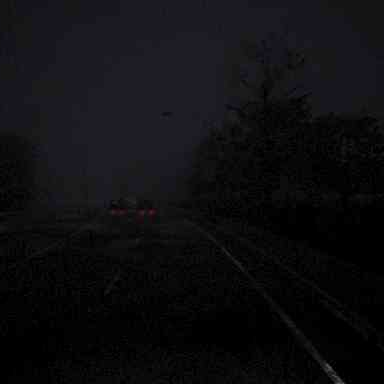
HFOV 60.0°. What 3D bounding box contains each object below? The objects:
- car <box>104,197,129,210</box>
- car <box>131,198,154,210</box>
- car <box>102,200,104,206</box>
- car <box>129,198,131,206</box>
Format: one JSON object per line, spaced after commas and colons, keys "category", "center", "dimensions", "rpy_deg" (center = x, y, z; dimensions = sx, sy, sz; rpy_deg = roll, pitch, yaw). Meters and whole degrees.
{"category": "car", "center": [-9.973, 1.510, 43.866], "dimensions": [2.128, 1.511, 4.902], "rpy_deg": [0, 0, -18]}
{"category": "car", "center": [-6.306, 1.500, 43.823], "dimensions": [2.128, 1.511, 4.902], "rpy_deg": [0, 0, -18]}
{"category": "car", "center": [-13.275, 1.572, 53.549], "dimensions": [2.033, 1.411, 5.357], "rpy_deg": [0, 0, -22]}
{"category": "car", "center": [-9.670, 1.581, 53.921], "dimensions": [1.994, 1.385, 4.181], "rpy_deg": [0, 0, -22]}
